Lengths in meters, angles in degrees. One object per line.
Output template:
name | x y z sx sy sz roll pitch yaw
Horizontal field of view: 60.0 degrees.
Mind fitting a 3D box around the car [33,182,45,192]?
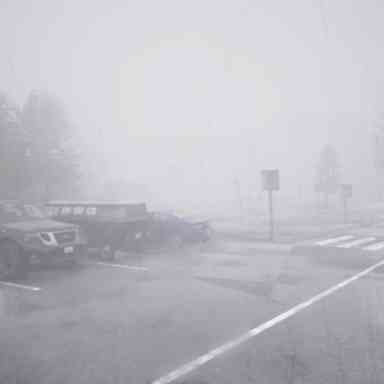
car | -24.918 -0.865 57.909 2.002 1.452 4.674 1 6 5

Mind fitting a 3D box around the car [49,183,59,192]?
car | -22.235 -0.765 56.666 2.231 1.521 4.892 1 6 6

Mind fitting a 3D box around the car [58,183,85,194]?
car | -19.577 -0.589 55.358 2.163 1.488 4.792 1 6 6

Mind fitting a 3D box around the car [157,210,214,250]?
car | -1.540 1.515 14.365 5.008 1.535 2.097 -1 0 26

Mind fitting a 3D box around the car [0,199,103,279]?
car | -5.804 1.234 10.170 5.566 2.045 2.435 -1 -1 26

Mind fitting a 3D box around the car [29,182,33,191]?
car | -27.596 -1.043 59.132 2.097 1.535 5.008 1 6 5

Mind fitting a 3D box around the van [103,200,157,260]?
van | -3.794 1.276 12.323 4.442 1.987 1.878 -1 0 26
